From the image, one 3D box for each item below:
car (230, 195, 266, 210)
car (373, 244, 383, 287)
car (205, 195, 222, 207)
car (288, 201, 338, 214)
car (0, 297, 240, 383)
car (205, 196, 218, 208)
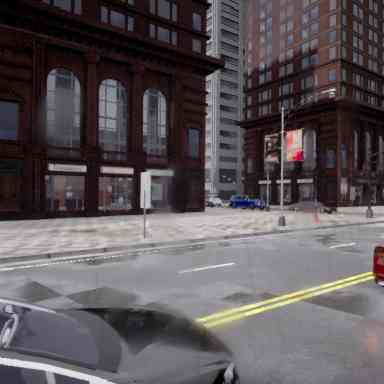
[{"bbox_3d":[7.524,1.446,45.407,2.150,2.045,5.566,1,-1,-35],"label":"car"},{"bbox_3d":[6.271,1.489,7.905,5.008,1.535,1.882,0,0,-35],"label":"car"},{"bbox_3d":[2.773,1.542,57.606,2.150,2.045,5.566,1,-1,-35],"label":"car"},{"bbox_3d":[13.402,1.725,37.129,2.033,1.411,5.357,1,-1,-35],"label":"car"},{"bbox_3d":[-1.799,1.492,2.162,4.902,1.511,2.128,0,0,-35],"label":"car"},{"bbox_3d":[1.706,1.834,53.600,1.994,1.385,4.181,1,-1,-35],"label":"car"}]
